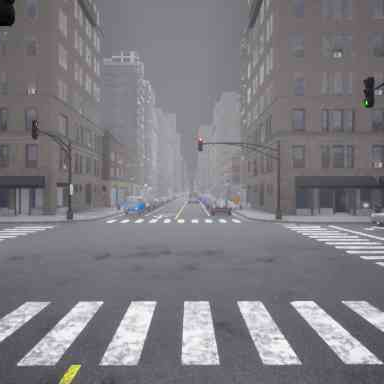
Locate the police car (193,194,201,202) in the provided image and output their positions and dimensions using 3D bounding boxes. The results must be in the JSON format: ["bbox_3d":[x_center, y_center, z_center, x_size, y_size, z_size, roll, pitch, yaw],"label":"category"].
[{"bbox_3d":[1.144,1.421,79.442,1.930,1.638,5.238,0,0,-1],"label":"police car"}]

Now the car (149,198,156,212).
[{"bbox_3d":[-5.690,1.443,39.048,1.967,1.590,4.097,0,0,0],"label":"car"}]

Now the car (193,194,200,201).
[{"bbox_3d":[1.179,1.448,89.537,1.801,1.575,5.366,0,0,0],"label":"car"}]

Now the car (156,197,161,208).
[{"bbox_3d":[-5.664,1.569,44.716,1.947,1.339,4.313,0,0,0],"label":"car"}]

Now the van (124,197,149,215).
[{"bbox_3d":[-5.715,1.343,33.380,1.690,1.788,3.998,0,0,0],"label":"van"}]

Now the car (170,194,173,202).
[{"bbox_3d":[-5.564,1.566,67.389,1.947,1.339,4.313,0,0,0],"label":"car"}]

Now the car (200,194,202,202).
[{"bbox_3d":[2.937,1.527,61.860,1.752,1.417,4.829,0,0,0],"label":"car"}]

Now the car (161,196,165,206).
[{"bbox_3d":[-5.639,1.585,50.385,1.802,1.307,4.206,0,0,0],"label":"car"}]

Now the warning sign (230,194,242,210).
[{"bbox_3d":[5.239,1.118,39.328,1.300,1.860,1.060,0,0,0],"label":"warning sign"}]

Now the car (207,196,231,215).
[{"bbox_3d":[2.811,1.442,33.344,1.967,1.590,4.097,0,0,0],"label":"car"}]

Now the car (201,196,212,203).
[{"bbox_3d":[2.962,1.551,67.359,2.008,1.369,4.403,0,0,0],"label":"car"}]

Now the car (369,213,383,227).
[{"bbox_3d":[13.754,1.615,20.677,4.718,1.301,1.895,0,0,0],"label":"car"}]

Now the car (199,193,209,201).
[{"bbox_3d":[3.036,1.309,84.367,2.192,1.841,5.009,0,0,0],"label":"car"}]

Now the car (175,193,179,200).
[{"bbox_3d":[-5.464,1.307,90.062,2.192,1.841,5.009,0,0,0],"label":"car"}]

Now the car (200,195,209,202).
[{"bbox_3d":[3.012,1.437,78.698,1.967,1.590,4.097,0,0,0],"label":"car"}]

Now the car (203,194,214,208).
[{"bbox_3d":[2.861,1.443,44.682,1.967,1.590,4.097,0,0,0],"label":"car"}]

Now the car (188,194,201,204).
[{"bbox_3d":[0.275,1.566,62.915,1.994,1.385,4.181,0,0,0],"label":"car"}]

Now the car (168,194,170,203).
[{"bbox_3d":[-5.590,1.527,61.551,1.752,1.417,4.829,0,0,0],"label":"car"}]

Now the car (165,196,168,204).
[{"bbox_3d":[-5.615,1.569,56.053,1.947,1.339,4.313,0,0,0],"label":"car"}]

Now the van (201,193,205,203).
[{"bbox_3d":[2.911,1.344,56.021,1.690,1.788,3.998,0,0,0],"label":"van"}]

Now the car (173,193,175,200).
[{"bbox_3d":[-5.515,1.522,78.556,1.752,1.417,4.829,0,0,0],"label":"car"}]

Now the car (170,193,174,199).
[{"bbox_3d":[-5.539,1.543,73.057,1.887,1.381,4.507,0,0,0],"label":"car"}]

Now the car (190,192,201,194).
[{"bbox_3d":[0.319,1.039,72.949,2.150,2.045,5.566,0,0,0],"label":"car"}]
